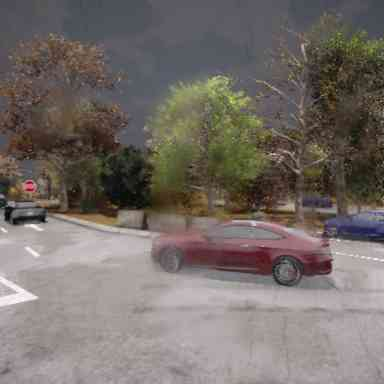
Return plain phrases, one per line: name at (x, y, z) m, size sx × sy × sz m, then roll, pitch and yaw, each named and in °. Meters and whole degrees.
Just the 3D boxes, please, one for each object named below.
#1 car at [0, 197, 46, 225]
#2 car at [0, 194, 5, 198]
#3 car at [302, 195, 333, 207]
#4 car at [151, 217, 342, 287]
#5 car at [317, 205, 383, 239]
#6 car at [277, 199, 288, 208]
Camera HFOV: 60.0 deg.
car at (-10.975, 1.235, 21.775) m, size 1.994 × 1.385 × 4.181 m, roll -3°, pitch 2°, yaw -36°
car at (-20.096, 0.970, 33.977) m, size 1.837 × 1.490 × 4.892 m, roll -3°, pitch 3°, yaw -39°
car at (16.464, 1.143, 44.703) m, size 2.097 × 1.767 × 4.553 m, roll -3°, pitch 3°, yaw -36°
car at (1.223, 1.409, 8.795) m, size 4.674 × 1.442 × 1.812 m, roll 2°, pitch 2°, yaw 17°
car at (8.665, 1.592, 15.966) m, size 2.002 × 1.452 × 4.674 m, roll 0°, pitch 0°, yaw -35°
car at (11.111, 1.356, 46.396) m, size 1.812 × 1.442 × 4.674 m, roll -3°, pitch 3°, yaw -36°
